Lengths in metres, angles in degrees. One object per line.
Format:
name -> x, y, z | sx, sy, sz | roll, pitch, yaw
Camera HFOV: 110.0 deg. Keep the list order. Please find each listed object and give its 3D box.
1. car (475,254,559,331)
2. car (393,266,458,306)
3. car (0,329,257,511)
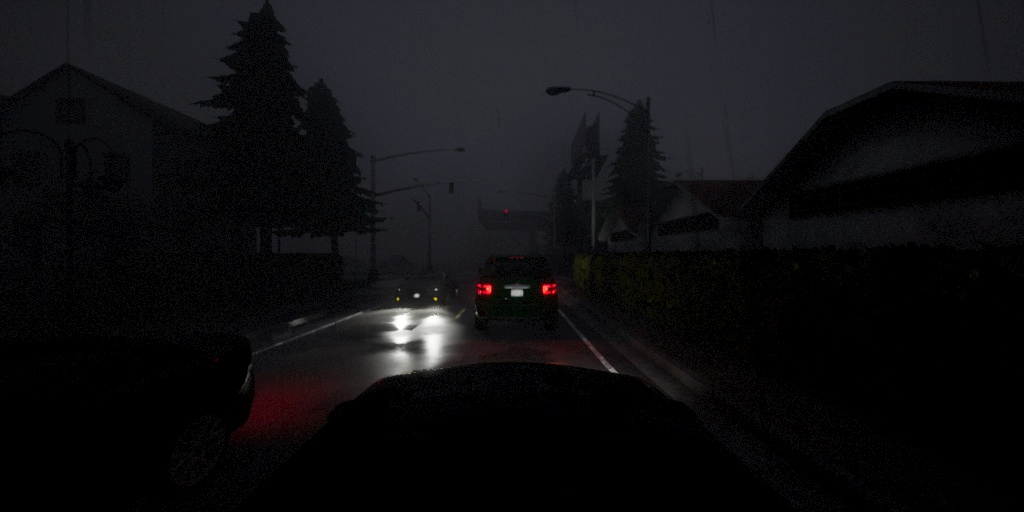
car -> 0.102, 0.964, 11.140 | 2.150, 2.045, 5.566 | 0, 0, 0
car -> -3.567, 1.302, 15.497 | 1.994, 1.385, 4.181 | 0, 0, 1
car -> -3.594, 1.228, 1.622 | 1.882, 1.535, 5.008 | 0, 1, 0
